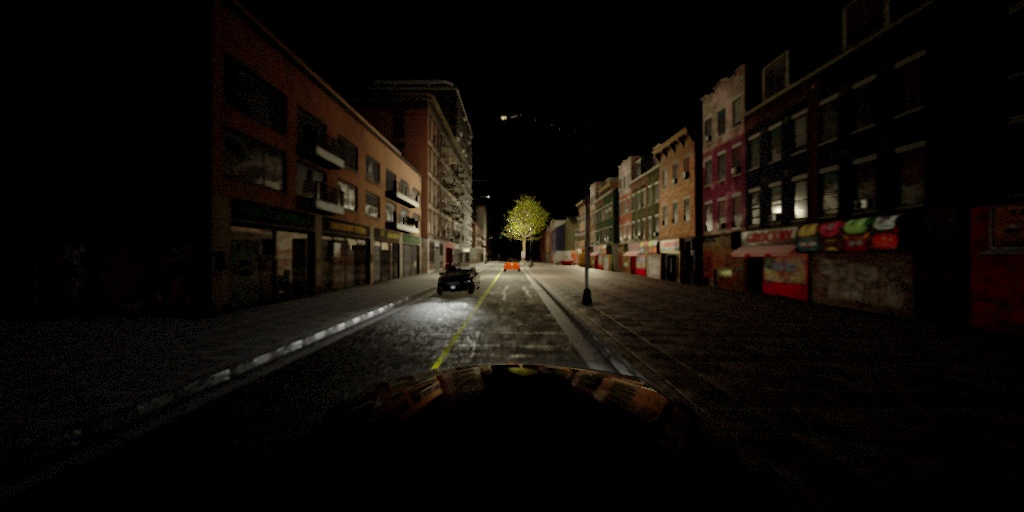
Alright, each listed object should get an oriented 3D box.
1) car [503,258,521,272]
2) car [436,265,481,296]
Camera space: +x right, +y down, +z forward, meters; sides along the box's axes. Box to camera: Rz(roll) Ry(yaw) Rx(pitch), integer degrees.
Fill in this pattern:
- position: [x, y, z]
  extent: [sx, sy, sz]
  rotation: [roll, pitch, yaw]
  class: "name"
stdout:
- position: [-0.001, 1.074, 45.341]
  extent: [2.097, 1.767, 4.553]
  rotation: [0, 0, 0]
  class: "car"
- position: [-2.797, 1.230, 19.554]
  extent: [2.128, 1.511, 4.902]
  rotation: [0, 0, 1]
  class: "car"
